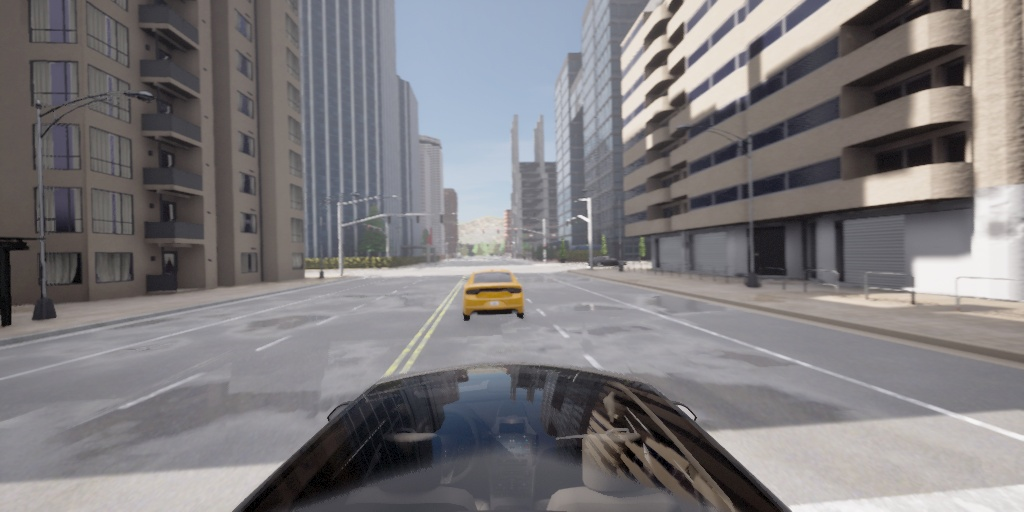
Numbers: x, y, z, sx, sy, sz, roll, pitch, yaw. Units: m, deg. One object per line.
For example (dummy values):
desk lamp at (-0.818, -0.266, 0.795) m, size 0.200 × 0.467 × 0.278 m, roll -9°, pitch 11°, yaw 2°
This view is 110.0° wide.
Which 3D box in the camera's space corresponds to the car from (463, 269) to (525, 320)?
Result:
car at (-0.706, 1.188, 12.680) m, size 1.882 × 1.535 × 5.008 m, roll -1°, pitch 0°, yaw -5°

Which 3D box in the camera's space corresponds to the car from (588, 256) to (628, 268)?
car at (12.023, 0.747, 44.944) m, size 4.902 × 1.511 × 2.128 m, roll -1°, pitch 0°, yaw -7°
